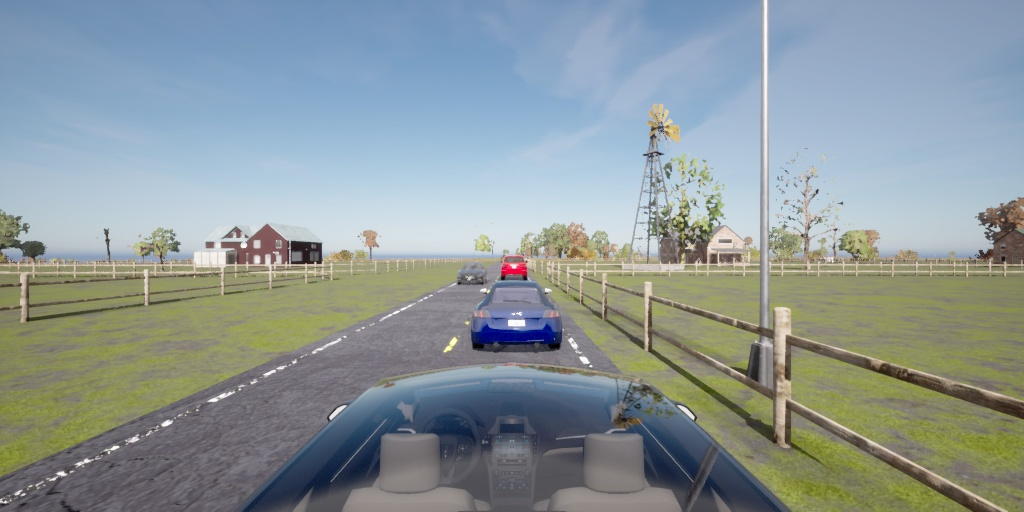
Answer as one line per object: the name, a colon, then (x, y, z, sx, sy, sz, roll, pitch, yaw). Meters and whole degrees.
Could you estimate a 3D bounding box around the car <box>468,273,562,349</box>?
car: (0.100, 1.313, 9.195, 1.994, 1.385, 4.181, 0, 0, 0)

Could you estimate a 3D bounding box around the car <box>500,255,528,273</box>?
car: (0.176, 0.966, 30.720, 2.150, 2.045, 5.566, 0, 0, 0)

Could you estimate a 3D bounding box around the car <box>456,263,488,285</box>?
car: (-2.784, 1.251, 25.763, 1.837, 1.490, 4.892, 0, 0, 0)
